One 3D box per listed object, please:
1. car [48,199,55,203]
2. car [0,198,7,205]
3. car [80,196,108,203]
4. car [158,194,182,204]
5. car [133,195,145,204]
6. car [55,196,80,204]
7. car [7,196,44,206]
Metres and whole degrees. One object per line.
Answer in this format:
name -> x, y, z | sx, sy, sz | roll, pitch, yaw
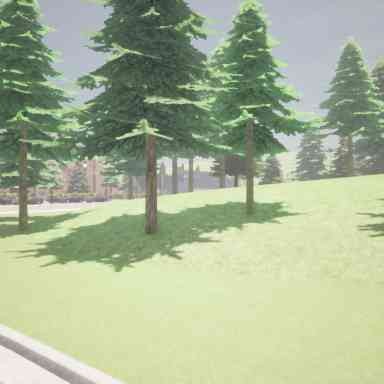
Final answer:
car -> -26.629, 1.595, 67.241 | 1.895, 1.301, 4.718 | 0, 0, 35
car -> -29.883, 1.600, 56.667 | 1.895, 1.301, 4.718 | 0, 0, 35
car -> -18.983, 1.505, 65.972 | 1.837, 1.490, 4.892 | 0, 0, 36
car -> -4.731, 1.352, 66.138 | 2.097, 1.767, 4.553 | 0, 0, 36
car -> -9.580, 1.352, 65.408 | 2.097, 1.767, 4.553 | 0, 0, 35
car -> -23.601, 1.477, 65.462 | 1.882, 1.535, 5.008 | 0, 0, 35
car -> -26.990, 1.491, 54.718 | 2.128, 1.511, 4.902 | 0, 0, 35
